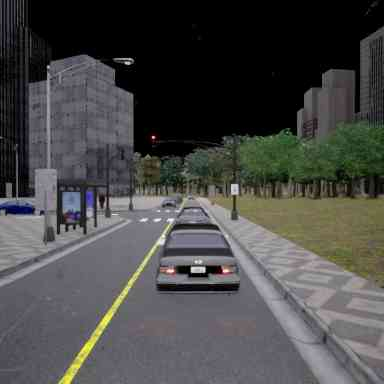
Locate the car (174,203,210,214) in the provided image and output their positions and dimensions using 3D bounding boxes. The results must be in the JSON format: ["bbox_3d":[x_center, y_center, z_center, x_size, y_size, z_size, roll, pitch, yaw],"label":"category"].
[{"bbox_3d":[0.071,1.554,19.195,1.994,1.385,4.181,0,0,0],"label":"car"}]

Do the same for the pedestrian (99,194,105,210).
[{"bbox_3d":[-10.108,1.050,37.262,0.375,1.860,0.375,0,0,1],"label":"pedestrian"}]

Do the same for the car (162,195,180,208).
[{"bbox_3d":[-3.129,1.516,46.861,1.994,1.385,4.181,0,0,0],"label":"car"}]

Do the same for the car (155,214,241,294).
[{"bbox_3d":[0.094,1.544,8.916,2.033,1.411,5.357,0,0,-1],"label":"car"}]

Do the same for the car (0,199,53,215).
[{"bbox_3d":[-15.658,1.426,31.157,5.008,1.535,1.882,0,1,0],"label":"car"}]

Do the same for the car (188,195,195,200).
[{"bbox_3d":[-0.153,1.468,86.392,1.895,1.301,4.718,0,0,0],"label":"car"}]

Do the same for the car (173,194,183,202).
[{"bbox_3d":[-3.127,1.498,57.491,1.994,1.385,4.181,0,0,0],"label":"car"}]
